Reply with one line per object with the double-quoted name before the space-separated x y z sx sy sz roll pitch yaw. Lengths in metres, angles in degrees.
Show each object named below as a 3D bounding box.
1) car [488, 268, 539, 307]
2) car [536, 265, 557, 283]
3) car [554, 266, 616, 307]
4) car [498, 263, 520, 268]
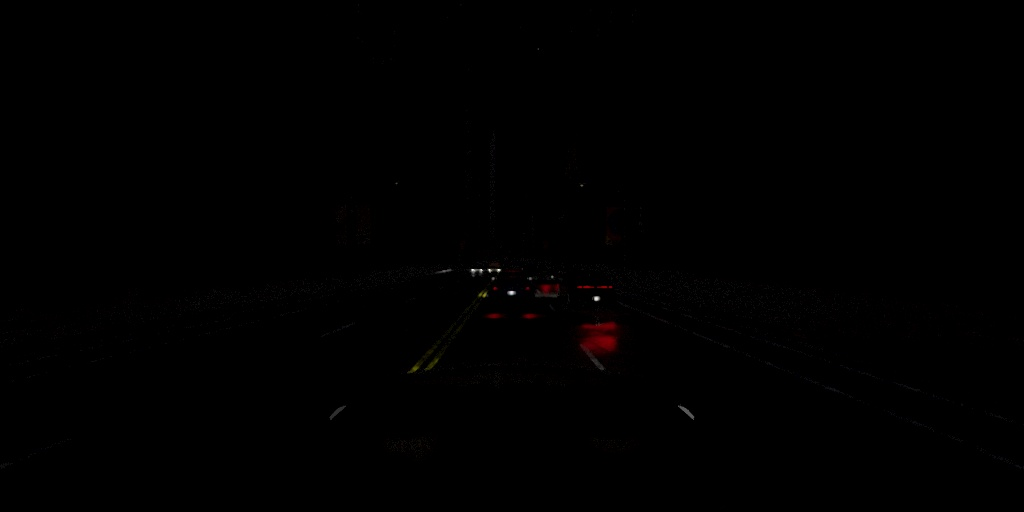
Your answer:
"car" -0.009 1.437 16.184 1.994 1.385 4.181 0 0 0
"car" 3.233 1.489 31.151 2.128 1.511 4.902 0 0 0
"car" 3.243 1.380 16.161 1.837 1.490 4.892 0 0 0
"car" -0.016 1.476 31.332 1.882 1.535 5.008 0 0 0
